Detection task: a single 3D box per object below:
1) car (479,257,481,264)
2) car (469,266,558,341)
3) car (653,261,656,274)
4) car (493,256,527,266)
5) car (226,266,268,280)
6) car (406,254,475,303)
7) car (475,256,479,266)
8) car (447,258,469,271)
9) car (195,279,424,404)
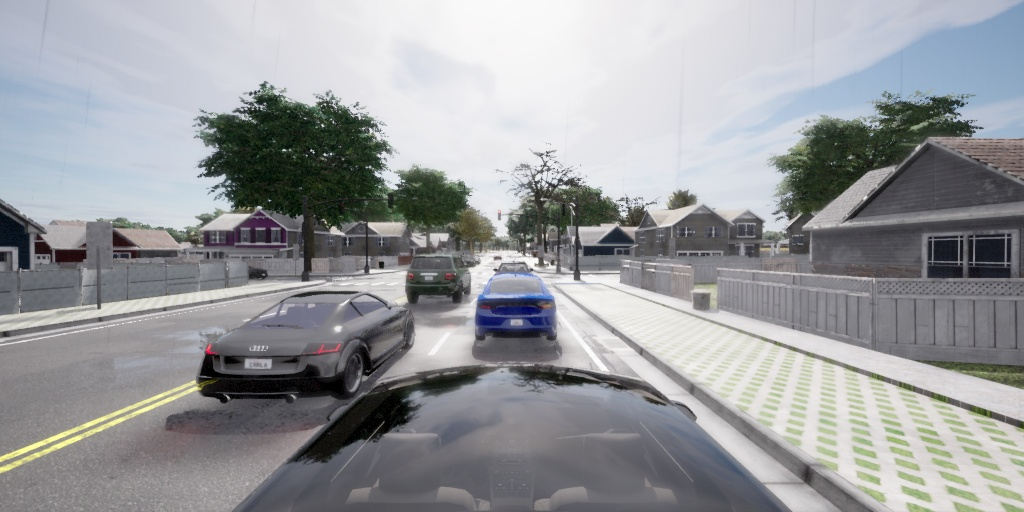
[{"bbox_3d":[-6.652,0.728,64.518,2.033,1.411,5.357,0,1,0],"label":"car"},{"bbox_3d":[0.088,1.213,9.887,1.882,1.535,5.008,0,0,0],"label":"car"},{"bbox_3d":[12.675,1.095,32.532,4.718,1.301,1.895,0,1,1],"label":"car"},{"bbox_3d":[0.074,1.041,18.842,2.097,1.767,4.553,0,0,0],"label":"car"},{"bbox_3d":[-22.624,1.267,29.215,5.008,1.535,1.882,0,1,3],"label":"car"},{"bbox_3d":[-3.173,0.927,16.351,2.150,2.045,5.566,0,0,0],"label":"car"},{"bbox_3d":[-6.661,0.715,54.238,2.097,1.767,4.553,0,1,0],"label":"car"},{"bbox_3d":[-6.663,1.011,44.800,2.033,1.411,5.357,0,1,0],"label":"car"},{"bbox_3d":[-3.157,1.308,6.470,1.994,1.385,4.181,0,0,0],"label":"car"}]
